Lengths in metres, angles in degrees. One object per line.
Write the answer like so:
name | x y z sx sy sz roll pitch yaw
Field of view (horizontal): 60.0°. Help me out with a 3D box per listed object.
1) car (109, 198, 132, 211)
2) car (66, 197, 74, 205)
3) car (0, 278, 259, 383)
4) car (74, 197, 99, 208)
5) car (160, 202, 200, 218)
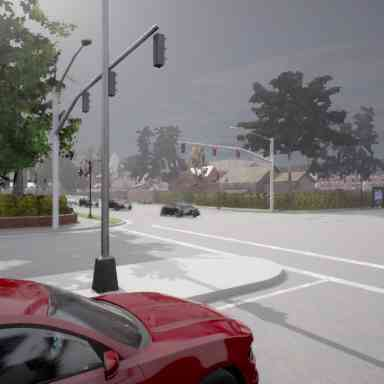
car | -8.941 1.493 40.449 2.128 1.511 4.902 0 0 -36
car | -21.373 1.526 57.640 1.812 1.442 4.674 0 0 -36
car | -1.637 1.478 2.600 5.008 1.535 1.882 0 0 -35
car | -15.325 1.492 49.264 2.128 1.511 4.902 0 0 -36
car | -1.118 1.564 29.783 1.994 1.385 4.181 0 0 -37
